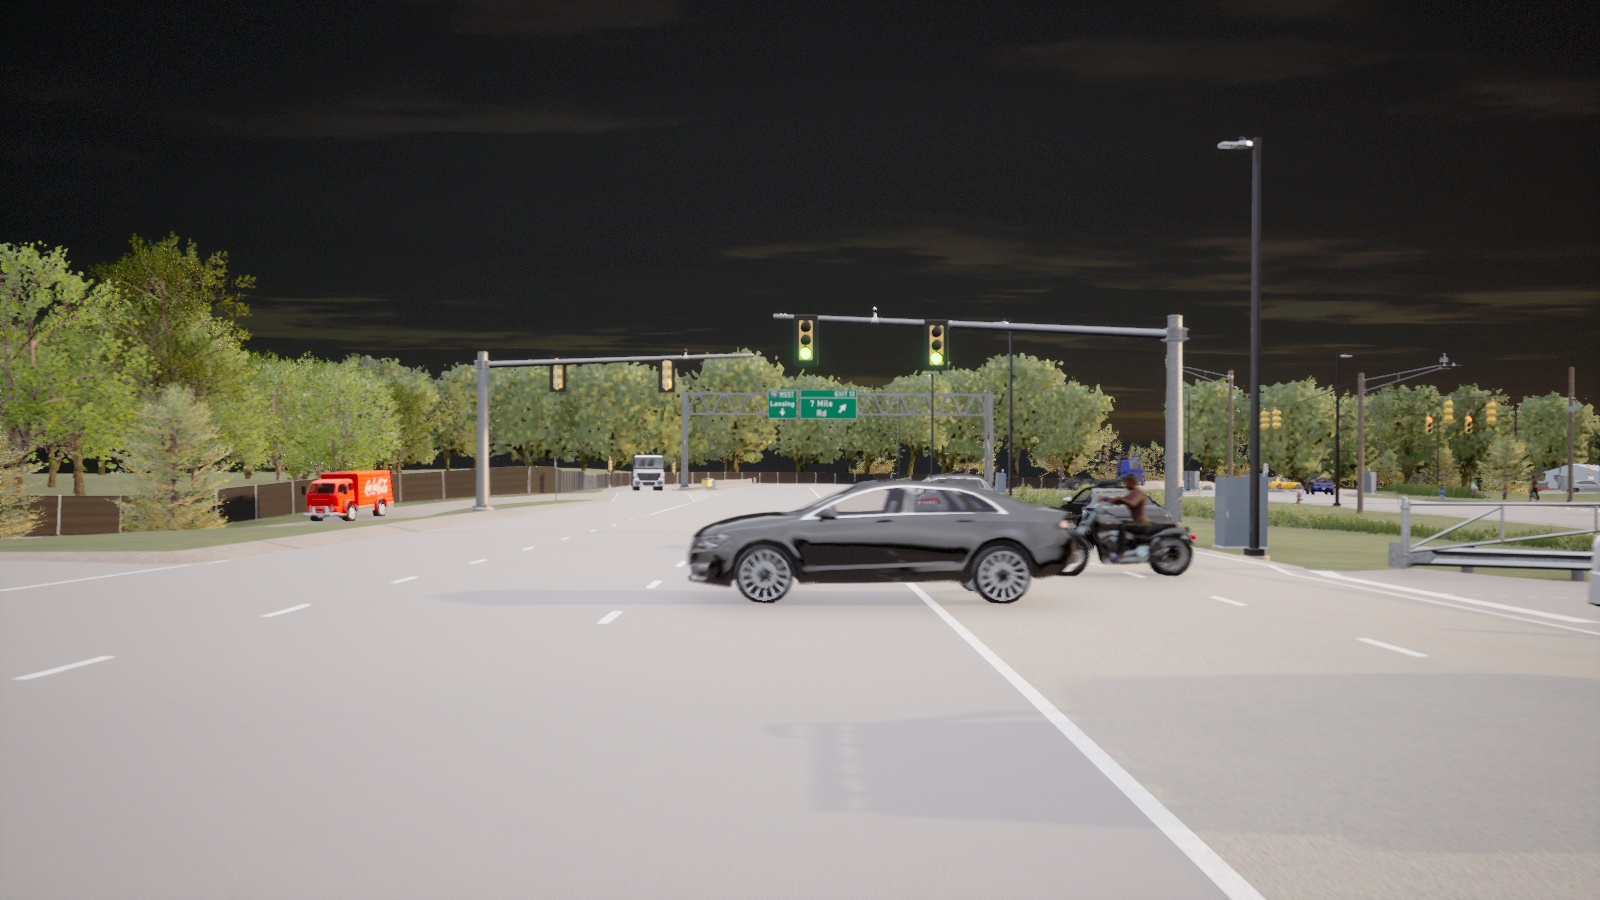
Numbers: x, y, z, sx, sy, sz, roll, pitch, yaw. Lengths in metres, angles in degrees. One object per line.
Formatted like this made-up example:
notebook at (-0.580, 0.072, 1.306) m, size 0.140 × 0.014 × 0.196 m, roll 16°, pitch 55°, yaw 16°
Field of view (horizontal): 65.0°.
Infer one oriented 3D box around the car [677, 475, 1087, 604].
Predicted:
car at (0.958, 1.084, 16.041) m, size 4.902 × 1.511 × 2.128 m, roll 0°, pitch -1°, yaw -1°

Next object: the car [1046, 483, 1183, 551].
car at (6.932, 1.446, 28.151) m, size 1.994 × 1.385 × 4.181 m, roll 0°, pitch -1°, yaw 0°

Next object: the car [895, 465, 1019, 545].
car at (3.431, 1.182, 28.455) m, size 2.152 × 1.651 × 5.027 m, roll 0°, pitch -1°, yaw 0°

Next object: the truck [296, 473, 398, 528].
truck at (-23.413, 2.568, 65.146) m, size 2.627 × 2.467 × 5.204 m, roll -1°, pitch 2°, yaw 11°

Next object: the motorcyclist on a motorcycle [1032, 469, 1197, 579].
motorcyclist on a motorcycle at (4.892, 1.134, 19.628) m, size 2.350 × 1.649 × 0.766 m, roll -1°, pitch -1°, yaw -1°

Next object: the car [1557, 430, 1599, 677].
car at (7.016, 0.775, 7.675) m, size 1.932 × 1.855 × 4.605 m, roll 2°, pitch -1°, yaw 0°
